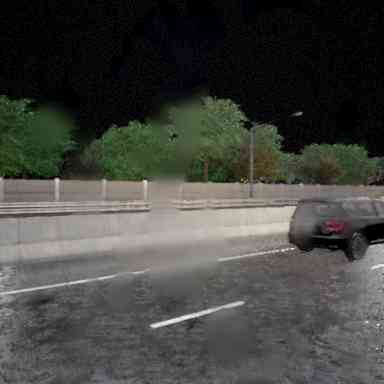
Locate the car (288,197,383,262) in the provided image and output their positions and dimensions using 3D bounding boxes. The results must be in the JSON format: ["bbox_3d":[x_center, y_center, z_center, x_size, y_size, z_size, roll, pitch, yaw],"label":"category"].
[{"bbox_3d":[5.977,1.207,12.374,5.566,2.045,2.150,0,0,-35],"label":"car"}]
